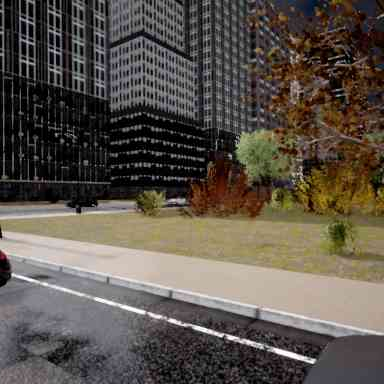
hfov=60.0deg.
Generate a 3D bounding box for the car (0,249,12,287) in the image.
[{"bbox_3d":[-6.189,1.565,8.069,4.181,1.385,1.994,0,0,37],"label":"car"}]

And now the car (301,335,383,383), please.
[{"bbox_3d":[3.165,1.547,1.426,5.357,1.411,2.033,0,0,36],"label":"car"}]

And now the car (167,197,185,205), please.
[{"bbox_3d":[-2.769,1.657,63.776,1.812,1.442,4.674,-1,-1,37],"label":"car"}]

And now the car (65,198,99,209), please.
[{"bbox_3d":[-15.544,1.611,46.961,1.837,1.490,4.892,-1,0,37],"label":"car"}]
